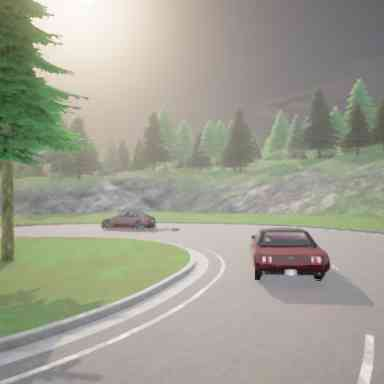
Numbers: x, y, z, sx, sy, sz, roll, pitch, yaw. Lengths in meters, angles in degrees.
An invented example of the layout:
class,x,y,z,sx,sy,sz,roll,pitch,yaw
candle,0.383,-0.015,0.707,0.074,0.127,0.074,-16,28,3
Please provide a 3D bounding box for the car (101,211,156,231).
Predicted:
class,x,y,z,sx,sy,sz,roll,pitch,yaw
car,-4.903,2.204,25.797,4.181,1.385,1.994,-1,-1,17

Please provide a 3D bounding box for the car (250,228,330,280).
class,x,y,z,sx,sy,sz,roll,pitch,yaw
car,2.848,1.782,10.582,1.895,1.301,4.718,-1,-1,9
